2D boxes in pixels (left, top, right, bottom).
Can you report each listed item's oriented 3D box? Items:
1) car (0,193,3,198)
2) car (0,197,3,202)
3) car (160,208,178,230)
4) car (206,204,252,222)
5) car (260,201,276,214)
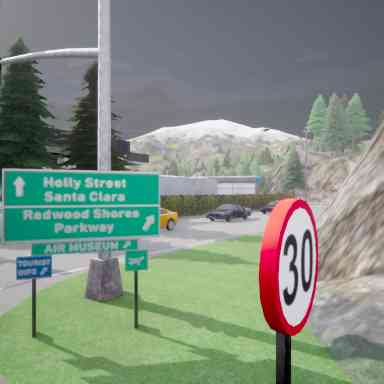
[{"bbox_3d":[-38.568,1.490,69.998,4.514,1.523,2.007,0,0,35],"label":"car"},{"bbox_3d":[-12.368,1.505,26.054,1.905,1.878,3.866,0,0,35],"label":"car"},{"bbox_3d":[-2.912,1.669,20.479,1.882,1.535,5.008,0,0,36],"label":"car"},{"bbox_3d":[3.359,1.739,29.098,2.033,1.411,5.357,0,0,36],"label":"car"},{"bbox_3d":[9.646,1.739,37.713,2.033,1.411,5.357,0,0,36],"label":"car"}]
